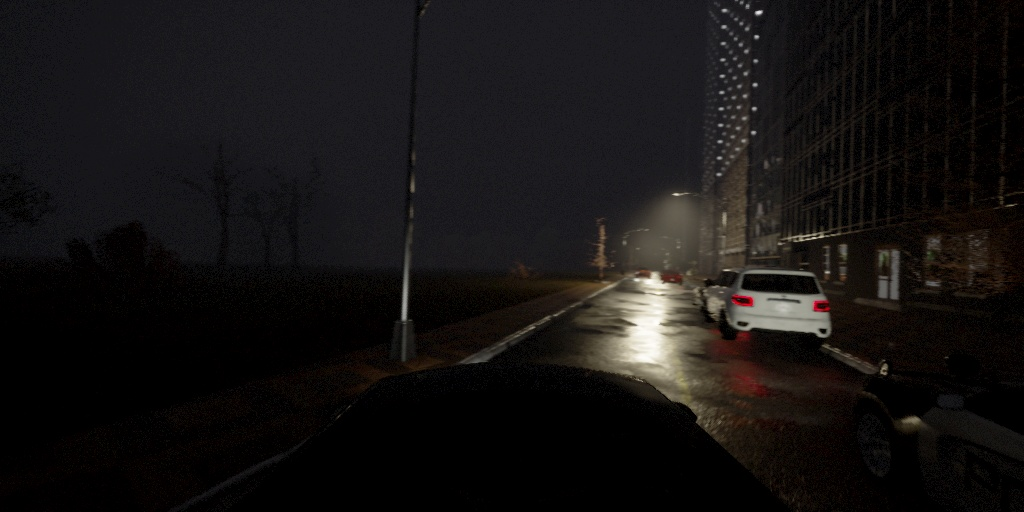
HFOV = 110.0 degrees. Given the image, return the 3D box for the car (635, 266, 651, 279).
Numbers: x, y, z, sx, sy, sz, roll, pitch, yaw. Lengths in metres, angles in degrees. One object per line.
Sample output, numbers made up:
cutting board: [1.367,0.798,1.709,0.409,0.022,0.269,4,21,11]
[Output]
car: [18.790,2.341,51.377,2.097,1.767,4.553,2,-1,21]

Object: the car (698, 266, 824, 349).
car: [7.377,1.358,10.970,2.150,2.045,5.566,2,-1,21]

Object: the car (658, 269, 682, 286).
car: [16.719,2.247,37.626,1.882,1.535,5.008,2,-1,22]

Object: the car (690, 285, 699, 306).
car: [9.514,1.779,16.534,1.837,1.490,4.892,2,-1,21]

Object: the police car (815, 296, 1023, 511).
police car: [3.797,1.324,1.715,1.930,1.638,5.238,2,-1,21]
